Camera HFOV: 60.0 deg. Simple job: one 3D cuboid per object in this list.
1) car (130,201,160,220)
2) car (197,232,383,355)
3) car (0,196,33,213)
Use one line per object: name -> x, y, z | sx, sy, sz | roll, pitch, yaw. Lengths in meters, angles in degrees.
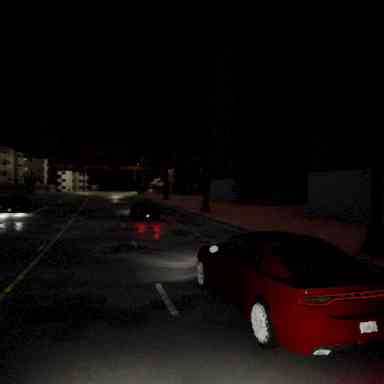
car -> -3.790, 1.376, 26.192 | 1.895, 1.301, 4.718 | 0, 1, -15
car -> 1.523, 1.508, 6.469 | 1.882, 1.535, 5.008 | 0, 0, -15
car -> -16.039, 1.049, 30.547 | 2.033, 1.411, 5.357 | 0, 2, -15
